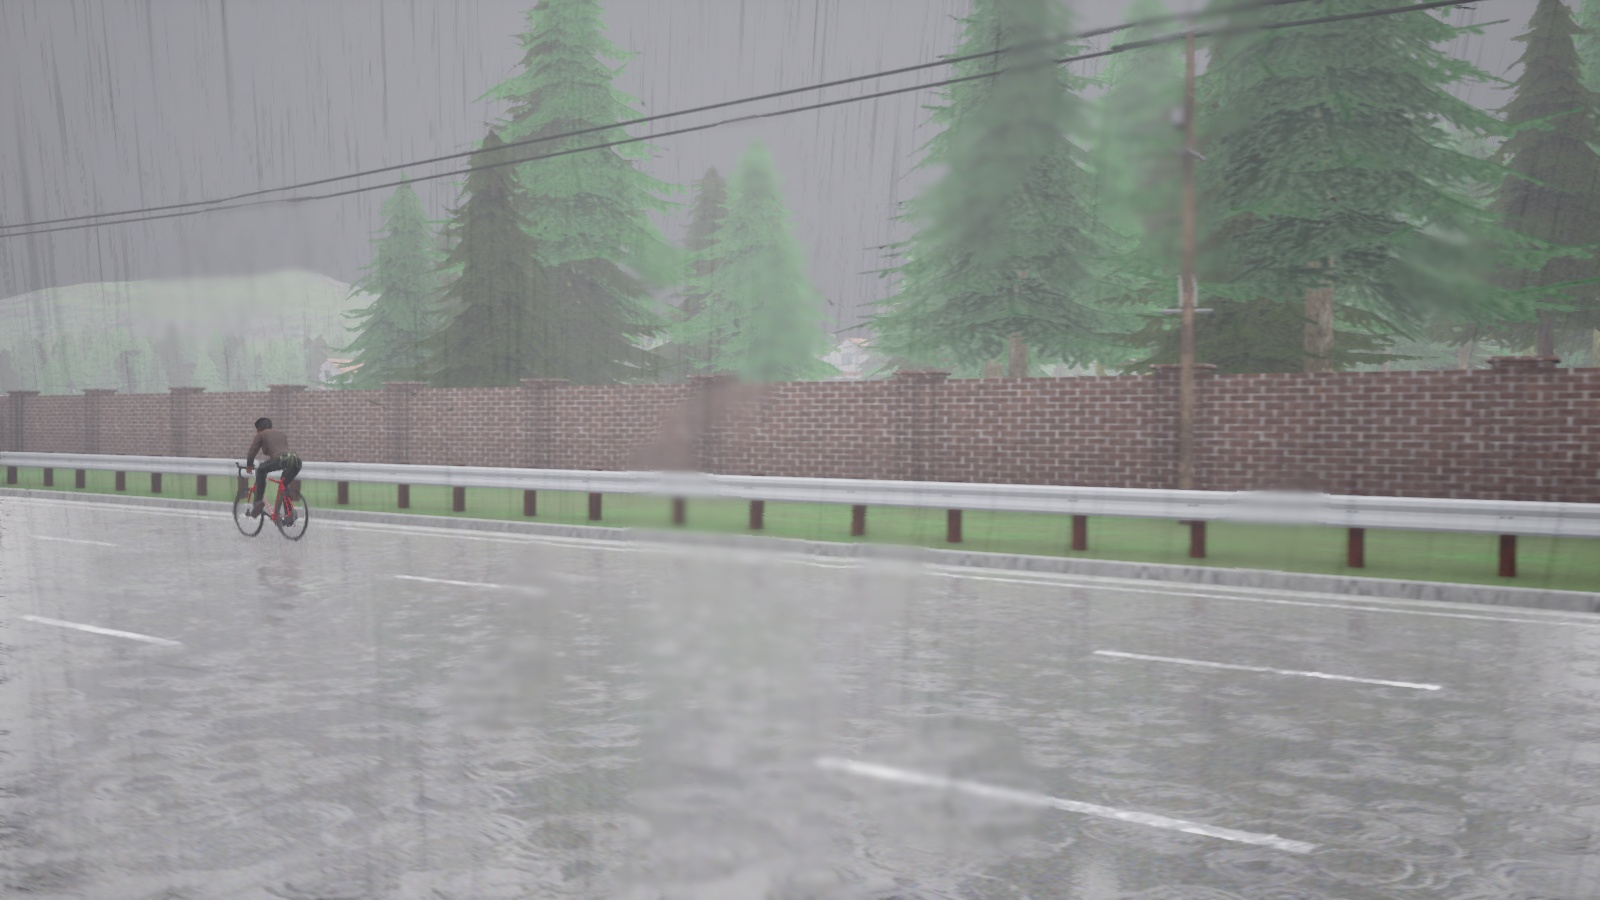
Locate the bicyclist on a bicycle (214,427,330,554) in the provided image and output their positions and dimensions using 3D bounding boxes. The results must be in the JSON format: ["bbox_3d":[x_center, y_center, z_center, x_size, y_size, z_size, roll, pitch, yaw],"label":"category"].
[{"bbox_3d":[-7.032,0.520,16.700,1.656,1.620,0.582,0,1,34],"label":"bicyclist on a bicycle"}]
